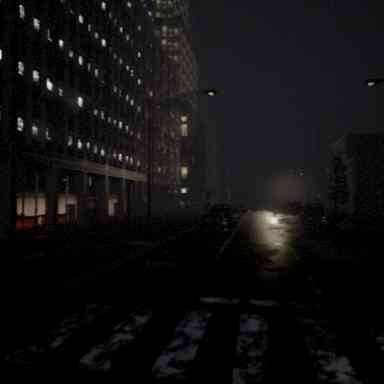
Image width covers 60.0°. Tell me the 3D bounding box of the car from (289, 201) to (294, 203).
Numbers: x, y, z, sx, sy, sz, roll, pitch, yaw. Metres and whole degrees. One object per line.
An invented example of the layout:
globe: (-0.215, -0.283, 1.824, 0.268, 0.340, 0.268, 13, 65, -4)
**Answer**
car: (15.967, 2.415, 51.567, 2.192, 1.841, 5.009, 0, -1, 11)

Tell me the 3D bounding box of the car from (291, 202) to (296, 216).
car: (14.926, 2.509, 46.298, 1.752, 1.417, 4.829, 0, -1, 11)

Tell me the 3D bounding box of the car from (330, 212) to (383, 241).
car: (9.559, 1.921, 19.144, 1.752, 1.417, 4.829, 0, -1, 11)

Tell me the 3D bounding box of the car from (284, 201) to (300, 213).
car: (17.041, 2.535, 56.996, 2.192, 1.841, 5.009, 0, -1, 11)

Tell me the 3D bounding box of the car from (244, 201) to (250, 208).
car: (8.819, 2.816, 58.618, 1.947, 1.339, 4.313, 0, -1, 11)

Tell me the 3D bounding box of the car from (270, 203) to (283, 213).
car: (14.230, 2.704, 56.141, 1.837, 1.490, 4.892, 0, -1, 11)

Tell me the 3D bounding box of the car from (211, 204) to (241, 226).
car: (2.379, 1.854, 26.039, 2.192, 1.841, 5.009, 0, -1, 11)

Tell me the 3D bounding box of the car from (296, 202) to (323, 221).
car: (12.747, 2.058, 35.274, 2.192, 1.841, 5.009, 0, -1, 11)

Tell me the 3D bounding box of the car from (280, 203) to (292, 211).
car: (19.186, 3.026, 67.852, 1.947, 1.339, 4.313, 0, -1, 11)

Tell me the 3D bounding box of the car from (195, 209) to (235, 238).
car: (1.305, 1.973, 20.603, 2.008, 1.369, 4.403, 0, -1, 11)

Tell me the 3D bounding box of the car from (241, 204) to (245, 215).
car: (4.525, 2.318, 36.895, 1.887, 1.381, 4.507, 0, -1, 11)

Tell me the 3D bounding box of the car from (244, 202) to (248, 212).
car: (6.639, 2.532, 47.591, 1.752, 1.417, 4.829, 0, -1, 11)

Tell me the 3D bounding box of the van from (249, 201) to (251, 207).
van: (14.186, 3.195, 85.776, 1.690, 1.788, 3.998, 0, -1, 11)

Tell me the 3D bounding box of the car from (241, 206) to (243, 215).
car: (3.452, 2.207, 31.465, 2.008, 1.369, 4.403, 0, -1, 11)

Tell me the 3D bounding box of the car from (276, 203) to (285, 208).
car: (22.407, 3.406, 84.144, 1.802, 1.307, 4.206, 0, -1, 11)

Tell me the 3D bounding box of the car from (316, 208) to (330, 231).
car: (10.599, 2.090, 24.407, 1.802, 1.307, 4.206, 0, -1, 11)

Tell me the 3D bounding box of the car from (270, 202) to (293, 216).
car: (12.172, 2.517, 45.716, 2.033, 1.411, 5.357, 0, -1, 11)
